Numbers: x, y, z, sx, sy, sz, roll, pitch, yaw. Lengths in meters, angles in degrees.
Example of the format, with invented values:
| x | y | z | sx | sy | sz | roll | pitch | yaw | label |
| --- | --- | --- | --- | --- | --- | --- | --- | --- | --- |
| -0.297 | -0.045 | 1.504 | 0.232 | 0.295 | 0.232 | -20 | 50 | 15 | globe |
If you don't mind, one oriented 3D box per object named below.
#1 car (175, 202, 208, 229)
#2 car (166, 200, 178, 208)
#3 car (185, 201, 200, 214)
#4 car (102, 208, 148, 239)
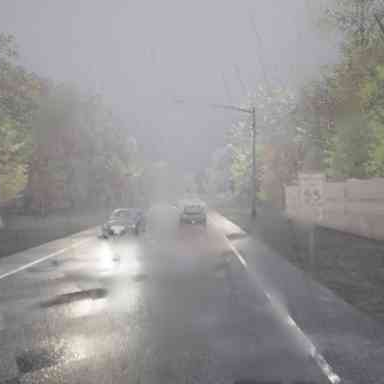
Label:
| x | y | z | sx | sy | sz | roll | pitch | yaw | label |
| --- | --- | --- | --- | --- | --- | --- | --- | --- | --- |
| 0.100 | 1.719 | 23.542 | 2.128 | 1.511 | 4.902 | 0 | 0 | 0 | car |
| -3.549 | 2.079 | 59.571 | 1.994 | 1.385 | 4.181 | 0 | 0 | 1 | car |
| 0.089 | 1.900 | 41.064 | 1.812 | 1.442 | 4.674 | 0 | 0 | 0 | car |
| -3.601 | 1.663 | 18.540 | 2.128 | 1.511 | 4.902 | 0 | 0 | 0 | car |
